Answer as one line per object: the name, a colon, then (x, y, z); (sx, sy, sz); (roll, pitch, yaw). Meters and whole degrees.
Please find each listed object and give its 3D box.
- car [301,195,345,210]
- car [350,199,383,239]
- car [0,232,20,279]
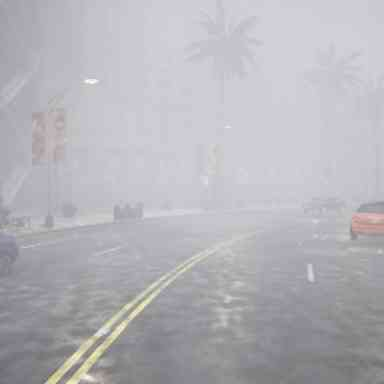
car: (11.482, 1.036, 28.946); (4.892, 1.490, 1.837); (0, 0, -36)
car: (9.018, 1.250, 16.020); (2.097, 1.767, 4.553); (0, 0, 32)
car: (-5.946, 1.479, 7.344); (1.812, 1.442, 4.674); (0, 0, 13)
